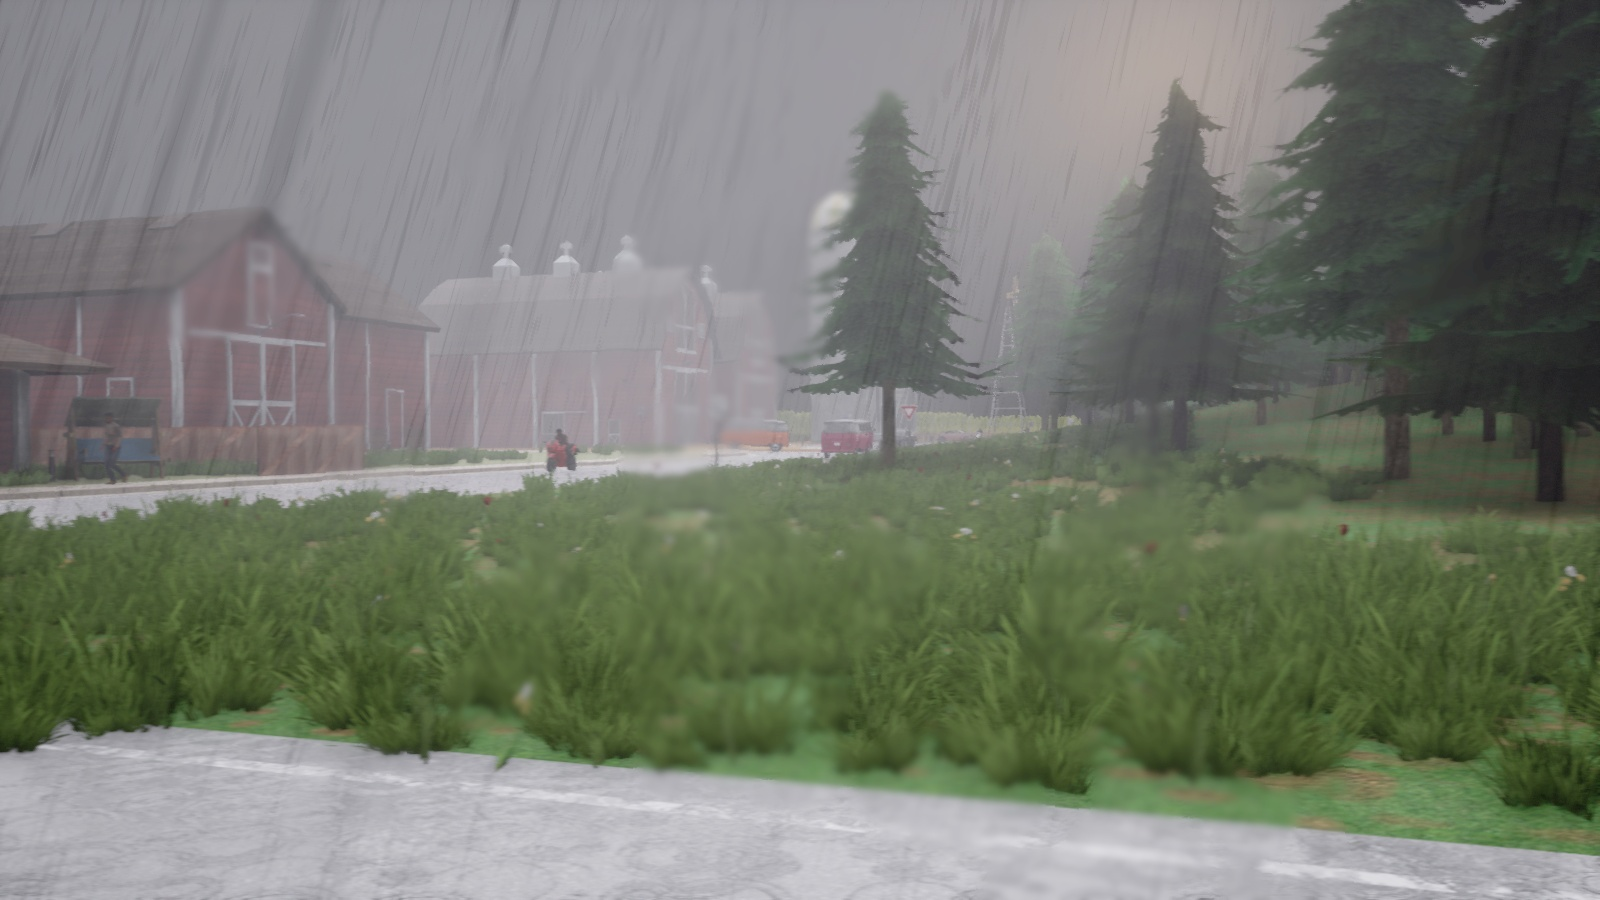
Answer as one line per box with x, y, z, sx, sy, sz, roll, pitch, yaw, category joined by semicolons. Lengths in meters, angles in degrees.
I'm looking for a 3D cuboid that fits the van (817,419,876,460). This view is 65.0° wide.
2.409;-0.568;64.091;1.775;1.987;4.442;0;1;19;van

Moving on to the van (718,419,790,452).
-2.904;-0.919;80.312;4.442;1.987;1.775;1;1;3;van

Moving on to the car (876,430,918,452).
6.835;-0.684;88.115;1.837;1.490;4.892;0;1;19;car

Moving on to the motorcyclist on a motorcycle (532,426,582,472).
-8.348;-0.045;43.209;0.797;1.523;2.044;0;1;19;motorcyclist on a motorcycle

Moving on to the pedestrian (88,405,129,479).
-16.991;-0.204;30.860;0.328;1.805;0.869;1;1;20;pedestrian
